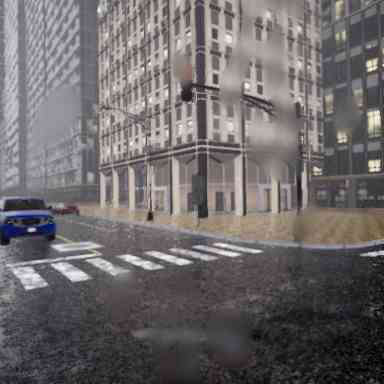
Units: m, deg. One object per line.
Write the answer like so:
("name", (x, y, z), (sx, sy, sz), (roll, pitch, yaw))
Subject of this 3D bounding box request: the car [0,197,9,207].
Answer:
("car", (-30.510, 1.531, 52.837), (1.882, 1.535, 5.008), (0, 0, -36))

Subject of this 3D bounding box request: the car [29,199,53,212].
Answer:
("car", (-18.282, 1.537, 40.212), (1.752, 1.417, 4.829), (1, -1, -36))

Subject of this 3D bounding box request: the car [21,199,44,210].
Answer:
("car", (-21.427, 1.585, 44.610), (1.947, 1.339, 4.313), (1, -1, -36))

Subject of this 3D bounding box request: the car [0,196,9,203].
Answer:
("car", (-40.887, 1.614, 71.833), (1.887, 1.381, 4.507), (1, -1, -36))

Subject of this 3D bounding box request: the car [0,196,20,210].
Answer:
("car", (-24.568, 1.390, 44.522), (2.097, 1.767, 4.553), (0, 0, -36))

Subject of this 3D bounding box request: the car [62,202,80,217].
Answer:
("car", (-11.697, 1.577, 30.997), (1.802, 1.307, 4.206), (1, -1, -36))

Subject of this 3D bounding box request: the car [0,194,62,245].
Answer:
("car", (-8.221, 1.233, 16.213), (2.150, 2.045, 5.566), (0, 0, -34))

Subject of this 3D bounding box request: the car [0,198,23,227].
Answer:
("car", (-13.663, 1.377, 23.769), (2.097, 1.767, 4.553), (0, 0, -36))

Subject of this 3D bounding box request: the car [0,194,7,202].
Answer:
("car", (-44.128, 1.393, 76.372), (2.192, 1.841, 5.009), (1, -1, -36))
